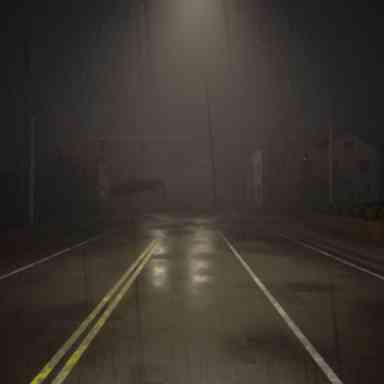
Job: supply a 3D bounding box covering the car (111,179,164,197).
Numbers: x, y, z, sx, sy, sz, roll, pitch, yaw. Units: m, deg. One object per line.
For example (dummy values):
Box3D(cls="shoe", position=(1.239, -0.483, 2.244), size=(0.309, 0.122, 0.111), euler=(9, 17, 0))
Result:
Box3D(cls="car", position=(-5.593, -0.561, 34.049), size=(5.357, 1.411, 2.033), euler=(-11, -1, -1))
